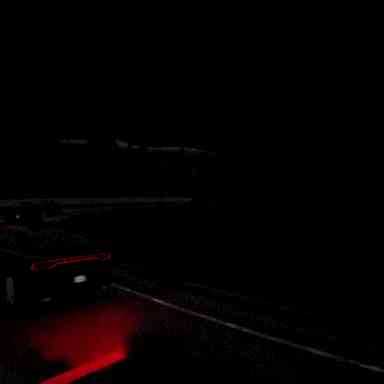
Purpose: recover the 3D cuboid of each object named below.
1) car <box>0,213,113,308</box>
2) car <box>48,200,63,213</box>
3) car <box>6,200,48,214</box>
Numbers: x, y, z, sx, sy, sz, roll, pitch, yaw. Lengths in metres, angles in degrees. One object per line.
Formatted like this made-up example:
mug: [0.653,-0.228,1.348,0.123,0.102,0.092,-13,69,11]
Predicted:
car: [-3.811,1.512,8.176,1.882,1.535,5.008,0,0,-43]
car: [-17.136,1.688,39.607,1.812,1.442,4.674,0,0,5]
car: [-12.869,1.578,25.813,1.882,1.535,5.008,0,0,-14]
